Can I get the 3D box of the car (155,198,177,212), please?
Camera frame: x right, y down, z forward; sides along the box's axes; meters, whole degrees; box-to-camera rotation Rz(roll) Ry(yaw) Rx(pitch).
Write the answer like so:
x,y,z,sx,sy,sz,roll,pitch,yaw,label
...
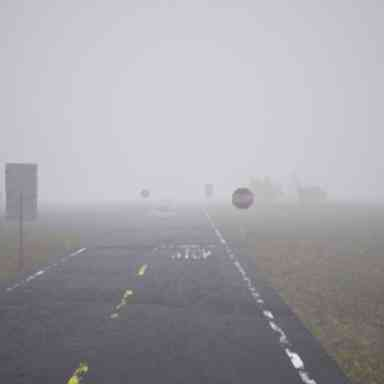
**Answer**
x,y,z,sx,sy,sz,roll,pitch,yaw,label
-2.779,1.375,35.939,1.812,1.442,4.674,0,1,1,car
